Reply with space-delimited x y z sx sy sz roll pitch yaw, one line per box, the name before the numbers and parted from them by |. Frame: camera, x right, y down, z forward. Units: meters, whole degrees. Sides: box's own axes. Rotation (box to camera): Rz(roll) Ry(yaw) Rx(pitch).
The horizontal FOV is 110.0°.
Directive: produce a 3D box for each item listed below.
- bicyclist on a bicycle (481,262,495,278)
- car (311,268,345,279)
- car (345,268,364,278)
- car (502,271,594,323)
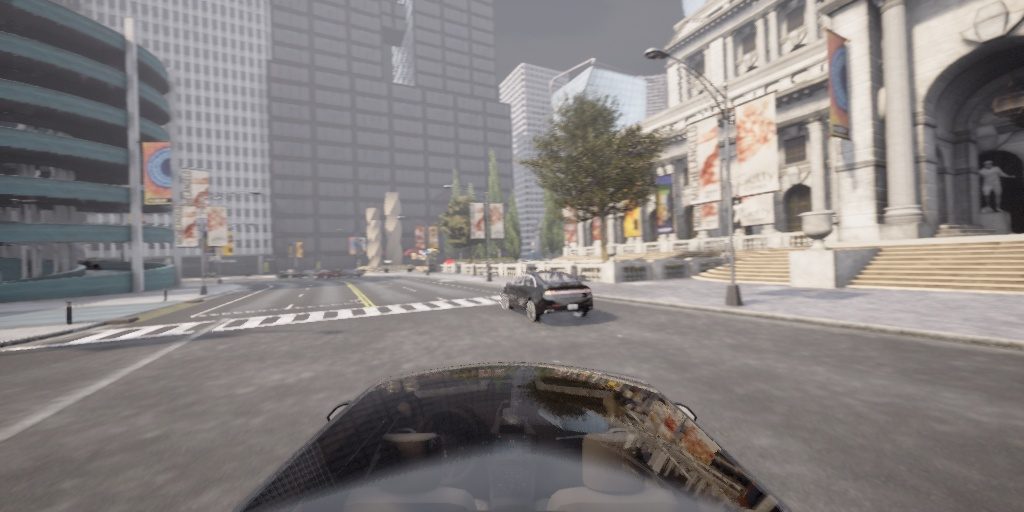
bicyclist on a bicycle | -2.452 1.388 36.584 1.656 1.620 0.582 -2 0 -27
car | -26.754 2.574 52.102 5.008 1.535 1.882 -2 -1 38
car | -24.971 2.600 55.142 5.357 1.411 2.033 -2 0 35
car | 1.012 1.281 12.534 2.128 1.511 4.902 -2 -1 -17
